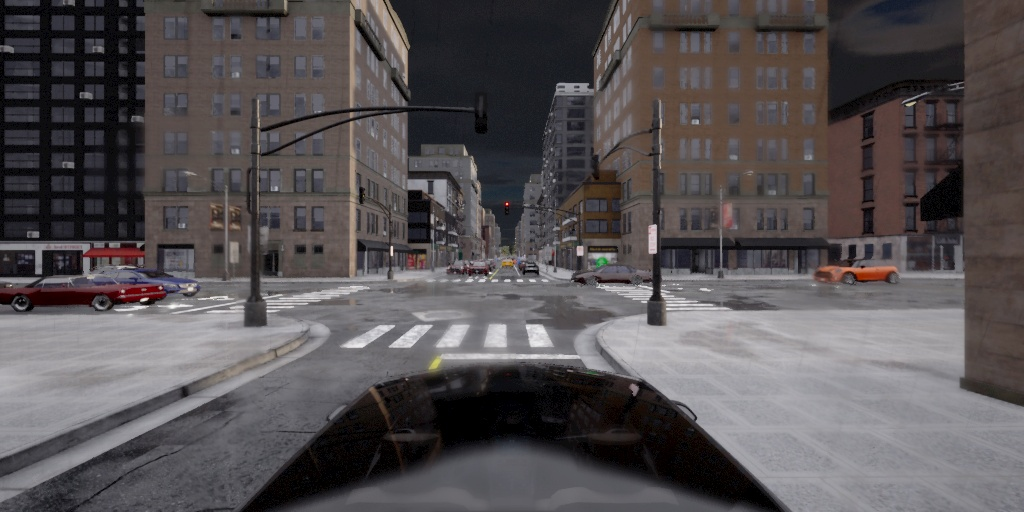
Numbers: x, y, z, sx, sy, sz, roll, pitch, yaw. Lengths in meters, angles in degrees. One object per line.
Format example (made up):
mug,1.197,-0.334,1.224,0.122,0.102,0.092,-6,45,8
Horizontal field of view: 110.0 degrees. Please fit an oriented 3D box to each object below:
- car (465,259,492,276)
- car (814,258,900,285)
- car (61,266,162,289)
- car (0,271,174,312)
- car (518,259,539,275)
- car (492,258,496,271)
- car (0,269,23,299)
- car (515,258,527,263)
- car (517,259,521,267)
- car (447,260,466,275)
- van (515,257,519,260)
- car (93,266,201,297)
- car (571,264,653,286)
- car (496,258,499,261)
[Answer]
car,-3.450,1.264,37.822,1.882,1.535,5.008,0,0,0
car,23.334,1.009,24.421,4.553,1.767,2.097,0,0,-2
car,-26.472,1.383,23.814,4.674,1.442,1.812,0,0,-1
car,-16.565,1.401,13.982,4.718,1.301,1.895,0,0,-1
car,2.025,1.355,39.684,1.948,1.339,4.313,0,0,0
car,-3.515,1.308,47.415,1.837,1.490,4.892,0,0,0
car,-27.462,1.396,17.097,5.357,1.411,2.033,0,0,-1
car,1.908,1.386,56.217,1.948,1.339,4.313,0,0,0
car,1.947,1.391,50.706,1.802,1.307,4.207,0,0,0
car,-6.000,1.229,39.628,1.967,1.591,4.097,0,0,0
van,1.869,1.173,61.727,1.690,1.789,3.998,0,0,0
car,-17.736,1.337,17.211,4.674,1.442,1.812,0,0,1
car,6.772,1.278,24.218,5.357,1.411,2.033,0,0,-1
car,-3.576,1.424,57.555,1.895,1.301,4.718,0,0,0
